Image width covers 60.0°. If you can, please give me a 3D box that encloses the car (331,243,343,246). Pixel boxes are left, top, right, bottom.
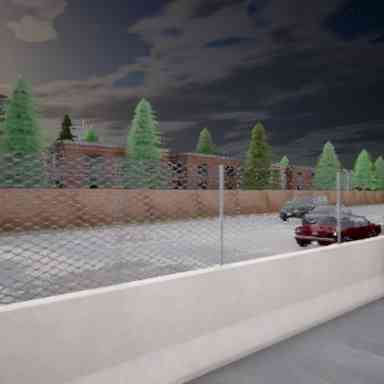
[{"bbox_3d":[6.268,1.634,14.109,4.718,1.301,1.895,0,0,-43],"label":"car"}]
